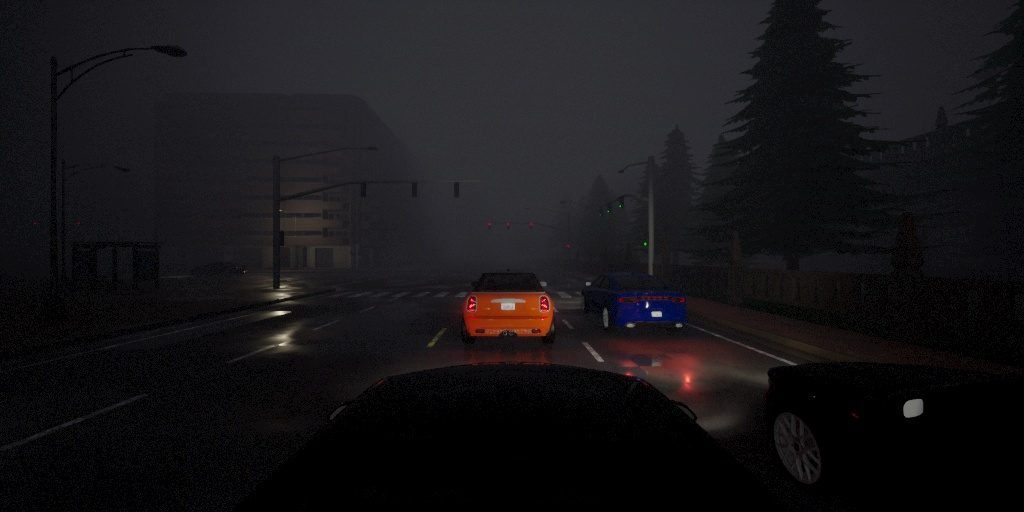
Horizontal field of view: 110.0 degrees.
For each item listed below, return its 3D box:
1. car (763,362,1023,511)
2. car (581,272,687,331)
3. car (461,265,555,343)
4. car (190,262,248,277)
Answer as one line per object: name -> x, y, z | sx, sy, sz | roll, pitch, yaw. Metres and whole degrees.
car -> 3.288, 1.228, 1.443 | 1.882, 1.535, 5.008 | 0, 0, 3
car -> 3.419, 1.228, 10.969 | 1.882, 1.535, 5.008 | 0, 0, 0
car -> -0.081, 1.102, 9.825 | 2.097, 1.767, 4.553 | 0, 0, 0
car -> -29.053, 1.310, 35.630 | 4.892, 1.490, 1.837 | 0, 0, -1
